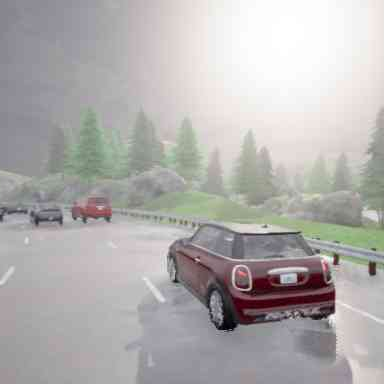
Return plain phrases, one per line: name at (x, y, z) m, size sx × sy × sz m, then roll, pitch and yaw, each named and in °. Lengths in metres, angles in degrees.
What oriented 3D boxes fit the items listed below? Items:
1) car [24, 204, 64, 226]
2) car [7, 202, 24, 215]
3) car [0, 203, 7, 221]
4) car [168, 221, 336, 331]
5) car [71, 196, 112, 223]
car at (-10.847, 1.615, 24.674) m, size 2.128 × 1.511 × 4.902 m, roll 1°, pitch 0°, yaw -32°
car at (-19.346, 1.728, 36.248) m, size 1.994 × 1.385 × 4.181 m, roll 1°, pitch 0°, yaw -40°
car at (-16.931, 1.716, 27.668) m, size 1.895 × 1.301 × 4.718 m, roll 1°, pitch -1°, yaw -35°
car at (0.903, 1.409, 7.329) m, size 2.097 × 1.767 × 4.553 m, roll 0°, pitch 0°, yaw -17°
car at (-8.306, 1.374, 27.302) m, size 2.150 × 2.045 × 5.566 m, roll 1°, pitch -1°, yaw -32°
